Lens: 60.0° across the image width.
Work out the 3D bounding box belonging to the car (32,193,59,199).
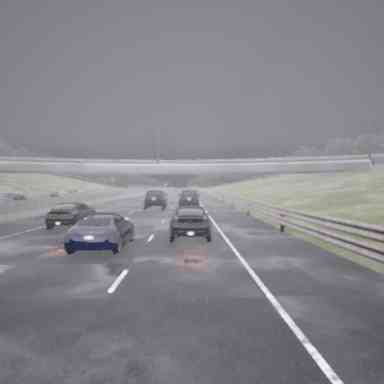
[{"bbox_3d":[-18.067,0.916,41.169,1.882,1.535,5.008,0,1,0],"label":"car"}]

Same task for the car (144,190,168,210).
[{"bbox_3d":[-3.827,0.779,35.579,2.150,2.045,5.566,0,1,-1],"label":"car"}]

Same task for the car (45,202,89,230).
[{"bbox_3d":[-7.131,1.359,20.013,1.837,1.490,4.892,0,1,-1],"label":"car"}]

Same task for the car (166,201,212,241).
[{"bbox_3d":[-0.083,1.416,16.086,1.837,1.490,4.892,0,1,-1],"label":"car"}]

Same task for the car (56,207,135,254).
[{"bbox_3d":[-3.552,1.505,13.376,1.994,1.385,4.181,0,1,-1],"label":"car"}]

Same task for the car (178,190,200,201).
[{"bbox_3d":[-0.315,0.781,35.589,2.150,2.045,5.566,0,1,-1],"label":"car"}]

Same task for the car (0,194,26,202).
[{"bbox_3d":[-21.550,0.964,39.378,2.128,1.511,4.902,0,1,-1],"label":"car"}]
